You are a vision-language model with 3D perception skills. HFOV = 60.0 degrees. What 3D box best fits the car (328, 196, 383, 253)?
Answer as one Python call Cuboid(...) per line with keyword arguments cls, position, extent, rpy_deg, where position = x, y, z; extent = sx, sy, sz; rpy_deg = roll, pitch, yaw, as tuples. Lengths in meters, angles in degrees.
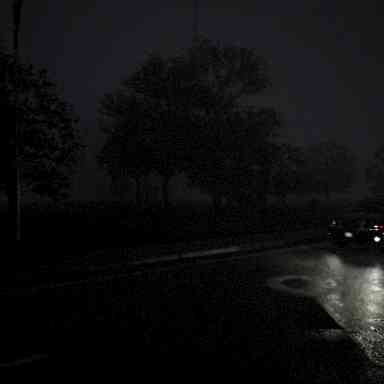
Cuboid(cls="car", position=(8.050, 1.209, 13.757), extent=(5.566, 2.045, 2.150), rpy_deg=(0, 0, -34))
